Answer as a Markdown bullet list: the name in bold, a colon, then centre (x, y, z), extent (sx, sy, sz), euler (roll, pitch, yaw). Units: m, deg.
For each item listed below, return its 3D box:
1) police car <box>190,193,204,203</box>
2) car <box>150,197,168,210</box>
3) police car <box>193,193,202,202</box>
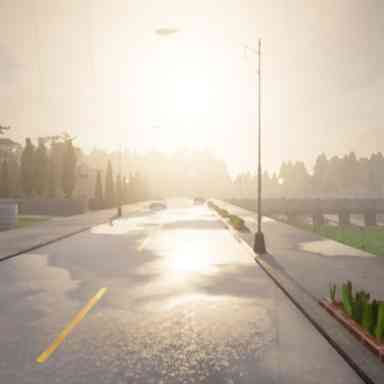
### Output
- **police car**: centre (1.173, 1.166, 62.338), extent (1.930, 1.638, 5.238), euler (-2, -1, 0)
- **car**: centre (-4.076, 1.371, 40.937), extent (1.812, 1.442, 4.674), euler (0, 0, 0)
- **police car**: centre (1.159, 1.102, 72.330), extent (1.930, 1.638, 5.238), euler (-4, 0, 0)
